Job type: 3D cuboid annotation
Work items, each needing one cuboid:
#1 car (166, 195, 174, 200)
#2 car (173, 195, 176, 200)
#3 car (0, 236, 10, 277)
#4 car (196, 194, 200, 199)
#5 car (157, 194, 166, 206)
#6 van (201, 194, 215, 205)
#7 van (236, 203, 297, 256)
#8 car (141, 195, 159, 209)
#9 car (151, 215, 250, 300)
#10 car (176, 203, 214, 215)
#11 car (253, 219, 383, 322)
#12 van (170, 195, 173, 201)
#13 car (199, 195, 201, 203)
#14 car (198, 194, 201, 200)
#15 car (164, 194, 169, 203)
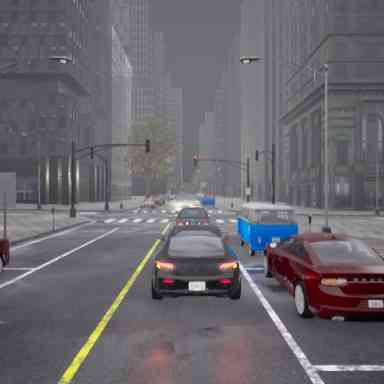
[{"bbox_3d":[-6.058,1.574,92.743,1.752,1.417,4.829,0,0,0],"label":"car"},{"bbox_3d":[-6.042,1.608,87.623,1.947,1.339,4.313,0,0,0],"label":"car"},{"bbox_3d":[-5.799,1.543,7.216,1.887,1.381,4.507,0,0,0],"label":"car"},{"bbox_3d":[2.532,1.576,72.388,2.008,1.369,4.403,0,0,0],"label":"car"},{"bbox_3d":[-5.939,1.556,55.890,1.887,1.381,4.507,0,0,0],"label":"car"},{"bbox_3d":[2.603,1.349,50.735,1.690,1.788,3.998,0,0,0],"label":"van"},{"bbox_3d":[2.739,1.339,12.751,1.690,1.788,3.998,0,0,0],"label":"van"},{"bbox_3d":[-5.911,1.531,45.139,1.752,1.417,4.829,0,0,0],"label":"car"},{"bbox_3d":[0.081,1.524,8.277,1.812,1.442,4.674,0,0,0],"label":"car"},{"bbox_3d":[0.044,1.545,17.866,2.033,1.411,5.357,0,0,0],"label":"car"},{"bbox_3d":[2.756,1.543,7.225,1.887,1.381,4.507,0,0,0],"label":"car"},{"bbox_3d":[-6.007,1.371,77.046,1.690,1.788,3.998,0,0,0],"label":"van"},{"bbox_3d":[2.585,1.577,56.148,1.947,1.339,4.313,0,0,0],"label":"car"},{"bbox_3d":[2.567,1.560,61.561,1.887,1.381,4.507,0,0,0],"label":"car"},{"bbox_3d":[-5.956,1.330,61.179,2.192,1.841,5.009,0,0,0],"label":"car"}]
